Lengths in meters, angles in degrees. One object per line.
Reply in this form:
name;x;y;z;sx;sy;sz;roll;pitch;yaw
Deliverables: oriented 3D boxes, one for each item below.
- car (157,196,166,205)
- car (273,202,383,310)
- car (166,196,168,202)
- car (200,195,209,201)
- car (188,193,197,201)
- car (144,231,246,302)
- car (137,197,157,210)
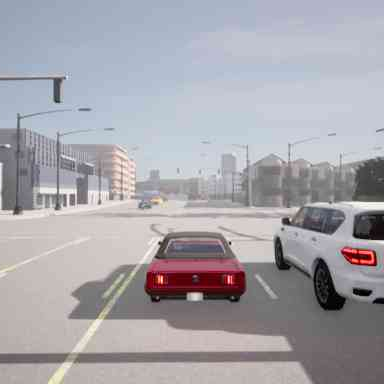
car;-6.989;1.807;66.877;1.882;1.535;5.008;0;1;0
car;3.566;1.233;7.953;2.150;2.045;5.566;0;0;0
car;-6.972;1.649;82.130;1.837;1.490;4.892;0;1;0
car;3.531;1.515;89.274;2.097;1.767;4.553;0;-1;0
car;0.031;1.381;88.922;2.150;2.045;5.566;0;-1;0
car;0.072;1.617;8.246;1.895;1.301;4.718;0;0;0
car;-7.075;1.890;50.624;2.128;1.511;4.902;0;0;0
